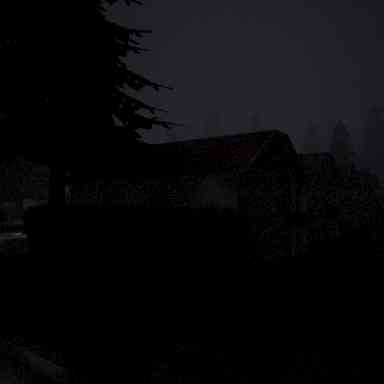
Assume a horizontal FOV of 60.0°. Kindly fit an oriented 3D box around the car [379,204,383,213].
[{"bbox_3d":[22.620,2.039,41.475,4.902,1.511,2.128,-1,-1,29],"label":"car"}]

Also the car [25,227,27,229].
[{"bbox_3d":[-9.408,1.868,23.729,2.097,1.767,4.553,-1,-1,36],"label":"car"}]
